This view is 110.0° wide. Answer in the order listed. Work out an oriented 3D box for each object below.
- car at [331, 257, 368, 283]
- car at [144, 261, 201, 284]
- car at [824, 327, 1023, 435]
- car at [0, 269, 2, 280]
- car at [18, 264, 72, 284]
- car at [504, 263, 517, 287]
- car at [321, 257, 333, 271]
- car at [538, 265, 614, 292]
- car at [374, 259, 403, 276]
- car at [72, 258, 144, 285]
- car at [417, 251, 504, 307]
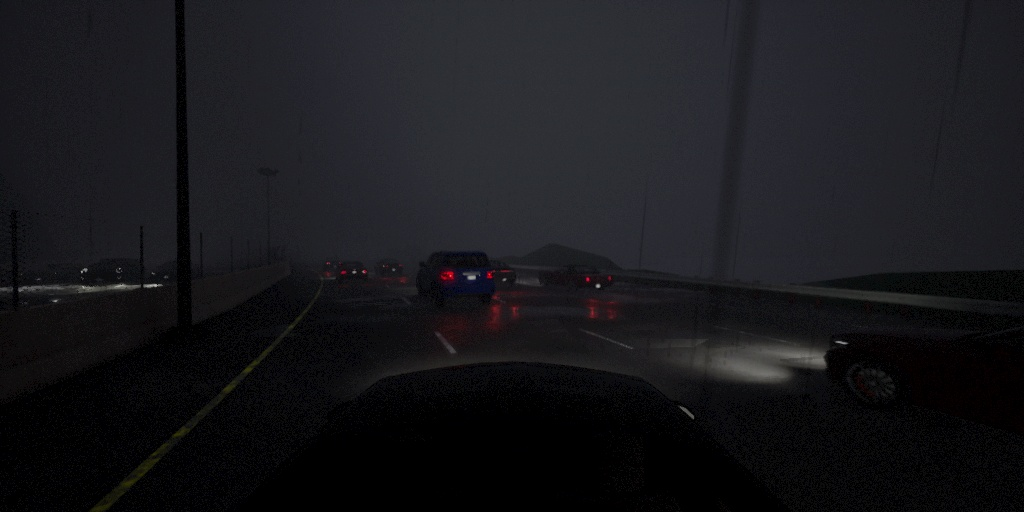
[{"bbox_3d":[-11.204,1.048,24.967,2.033,1.411,5.357,-1,1,-28],"label":"car"},{"bbox_3d":[-23.568,1.070,25.255,1.812,1.442,4.674,-1,1,-30],"label":"car"},{"bbox_3d":[5.876,1.233,3.338,1.812,1.442,4.674,0,1,-19],"label":"car"},{"bbox_3d":[-33.602,1.133,21.658,1.837,1.490,4.892,-1,1,-31],"label":"car"},{"bbox_3d":[-31.378,1.181,24.783,1.895,1.301,4.718,-1,1,-31],"label":"car"},{"bbox_3d":[-1.430,1.005,20.967,2.128,1.511,4.902,-1,1,-25],"label":"car"},{"bbox_3d":[-19.852,0.876,39.629,1.812,1.442,4.674,-1,1,-32],"label":"car"},{"bbox_3d":[3.232,1.117,19.287,1.895,1.301,4.718,-1,1,-24],"label":"car"},{"bbox_3d":[-10.956,0.940,31.754,1.812,1.442,4.674,-1,1,-29],"label":"car"},{"bbox_3d":[-27.252,0.918,24.625,2.097,1.767,4.553,-1,1,-30],"label":"car"},{"bbox_3d":[-2.484,0.815,14.917,2.150,2.045,5.566,0,1,-24],"label":"car"}]
